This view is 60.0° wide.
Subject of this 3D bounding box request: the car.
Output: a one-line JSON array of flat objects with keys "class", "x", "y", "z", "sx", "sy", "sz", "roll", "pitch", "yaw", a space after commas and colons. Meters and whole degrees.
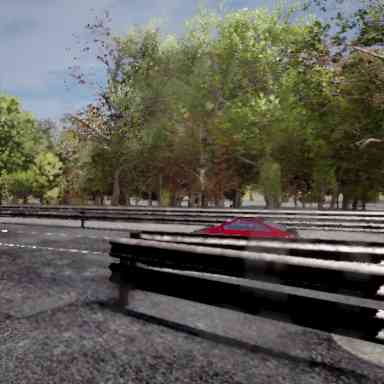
[{"class": "car", "x": 1.807, "y": 1.621, "z": 12.208, "sx": 4.181, "sy": 1.385, "sz": 1.994, "roll": 0, "pitch": 0, "yaw": 24}]
